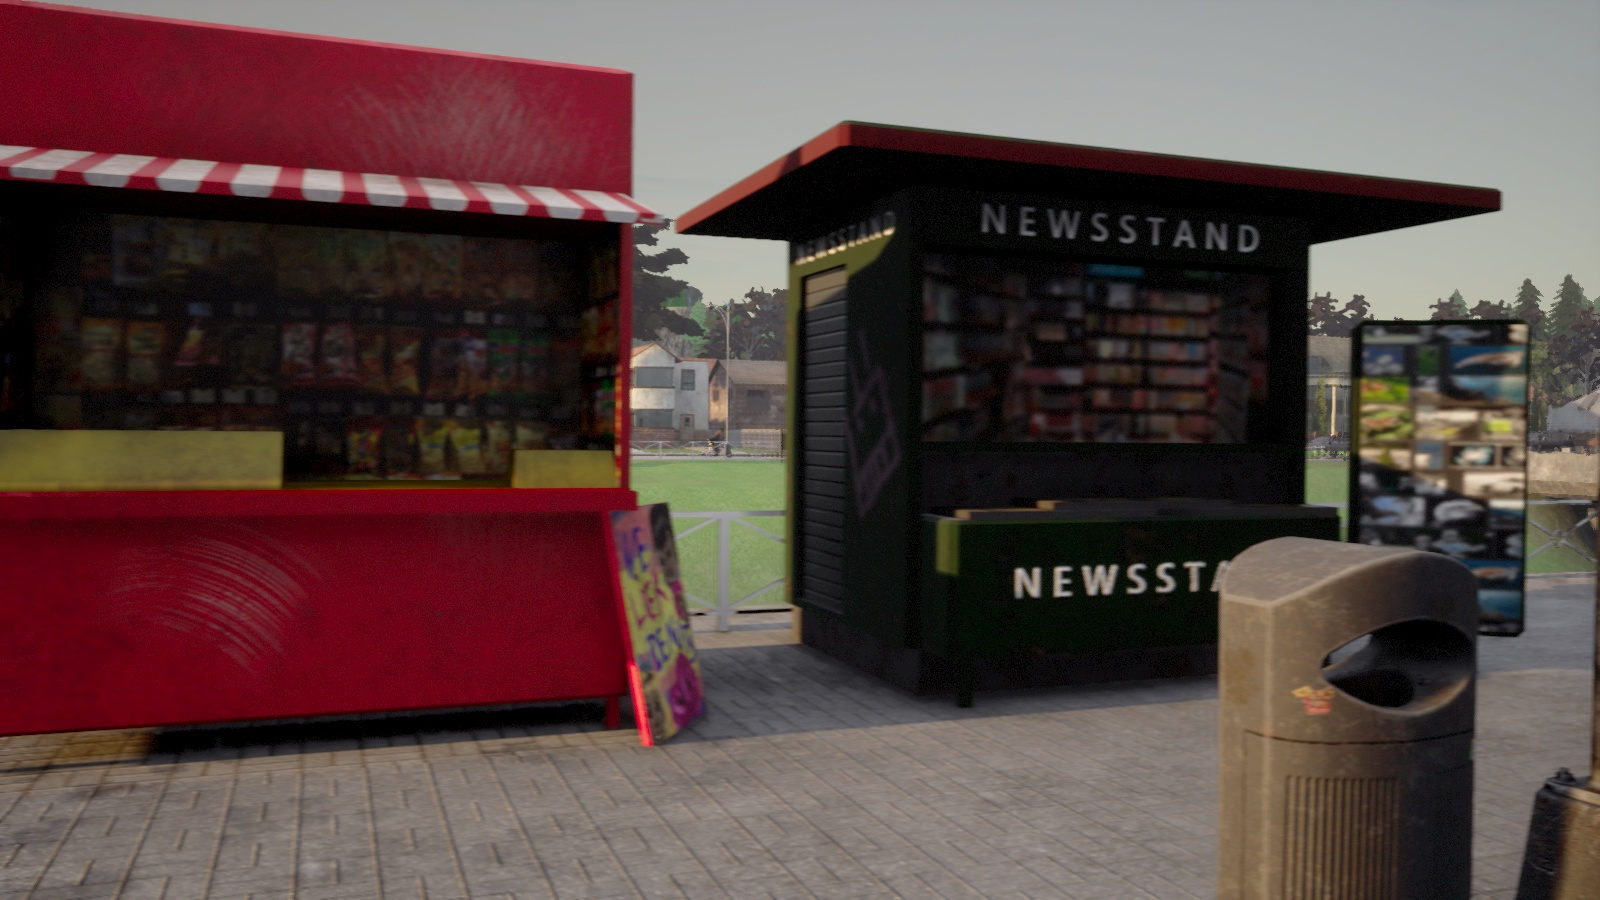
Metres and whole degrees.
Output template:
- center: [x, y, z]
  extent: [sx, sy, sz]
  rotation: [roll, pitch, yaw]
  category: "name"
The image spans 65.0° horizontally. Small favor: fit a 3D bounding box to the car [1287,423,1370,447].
- center: [34.950, -0.975, 83.026]
  extent: [4.902, 1.511, 2.128]
  rotation: [-1, 1, -21]
  category: "car"
